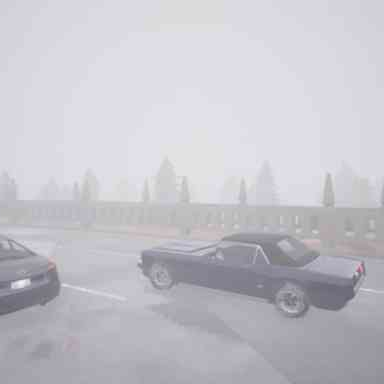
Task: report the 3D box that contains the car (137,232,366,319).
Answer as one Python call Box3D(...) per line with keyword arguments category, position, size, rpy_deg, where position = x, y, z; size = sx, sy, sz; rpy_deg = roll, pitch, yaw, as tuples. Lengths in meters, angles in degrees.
Box3D(category="car", position=(1.067, 1.559, 7.285), size=(4.718, 1.301, 1.895), rpy_deg=(0, 0, 33))

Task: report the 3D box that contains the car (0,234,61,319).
Box3D(category="car", position=(-4.612, 1.516, 6.655), size=(4.181, 1.385, 1.994), rpy_deg=(0, 0, 31))
